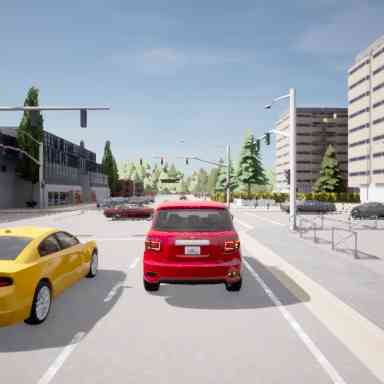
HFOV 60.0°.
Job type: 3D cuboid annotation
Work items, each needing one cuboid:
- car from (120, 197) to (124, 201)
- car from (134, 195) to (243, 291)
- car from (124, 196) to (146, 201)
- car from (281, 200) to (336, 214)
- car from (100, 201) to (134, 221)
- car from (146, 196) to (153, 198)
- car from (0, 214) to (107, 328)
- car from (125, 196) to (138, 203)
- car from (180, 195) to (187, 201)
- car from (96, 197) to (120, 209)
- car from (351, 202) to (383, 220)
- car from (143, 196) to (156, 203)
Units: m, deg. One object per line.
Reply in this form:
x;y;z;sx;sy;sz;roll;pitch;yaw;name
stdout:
-12.063;1.547;56.111;2.033;1.411;5.357;0;0;-1;car
0.016;1.221;9.112;2.150;2.045;5.566;0;0;0;car
-8.390;1.505;49.279;1.837;1.490;4.892;0;0;-2;car
12.084;1.547;34.580;5.357;1.411;2.033;0;0;-2;car
-4.533;1.601;26.577;4.718;1.301;1.895;0;0;-4;car
-8.648;1.492;59.490;2.128;1.511;4.902;0;0;-1;car
-3.478;1.478;7.125;1.882;1.535;5.008;0;0;0;car
-12.322;1.601;68.342;1.895;1.301;4.718;0;0;-2;car
-2.336;1.524;87.193;1.812;1.442;4.674;0;0;-2;car
-11.793;1.492;45.859;2.128;1.511;4.902;0;0;-2;car
15.478;1.564;27.470;4.181;1.385;1.994;0;0;-2;car
-8.862;1.540;69.854;2.033;1.411;5.357;0;0;-2;car
